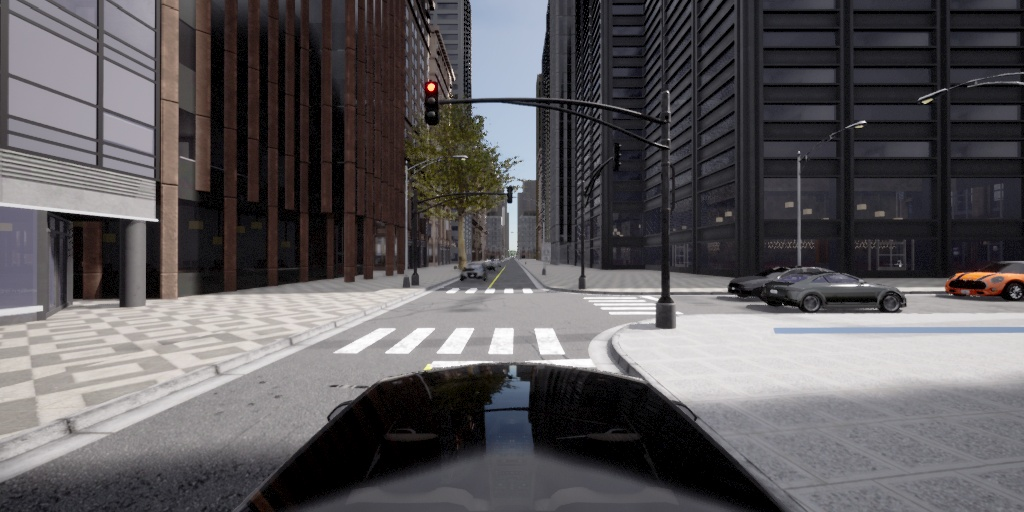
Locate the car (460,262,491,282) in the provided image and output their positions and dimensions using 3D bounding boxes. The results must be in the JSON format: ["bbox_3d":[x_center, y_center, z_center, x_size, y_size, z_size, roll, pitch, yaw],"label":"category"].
[{"bbox_3d":[-3.018,1.318,29.155,1.994,1.385,4.181,0,0,0],"label":"car"}]

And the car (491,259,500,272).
[{"bbox_3d":[-2.961,1.373,46.157,1.895,1.301,4.718,0,0,0],"label":"car"}]

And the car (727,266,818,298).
[{"bbox_3d":[12.415,1.206,16.177,4.892,1.490,1.837,0,0,0],"label":"car"}]

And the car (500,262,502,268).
[{"bbox_3d":[-2.816,1.349,62.808,2.128,1.511,4.902,0,0,0],"label":"car"}]

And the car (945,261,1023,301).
[{"bbox_3d":[22.698,1.016,16.171,4.553,1.767,2.097,0,0,0],"label":"car"}]

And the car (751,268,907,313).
[{"bbox_3d":[11.558,1.256,13.077,4.181,1.385,1.994,0,0,0],"label":"car"}]
